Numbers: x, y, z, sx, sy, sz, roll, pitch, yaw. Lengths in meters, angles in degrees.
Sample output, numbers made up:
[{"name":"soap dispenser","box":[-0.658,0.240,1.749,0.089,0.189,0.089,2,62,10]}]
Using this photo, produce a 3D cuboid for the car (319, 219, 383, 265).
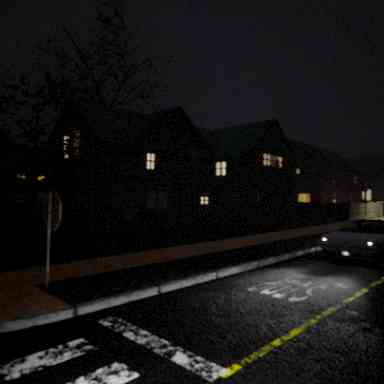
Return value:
[{"name":"car","box":[6.596,1.725,12.480,1.895,1.301,4.718,-1,-1,45]}]
